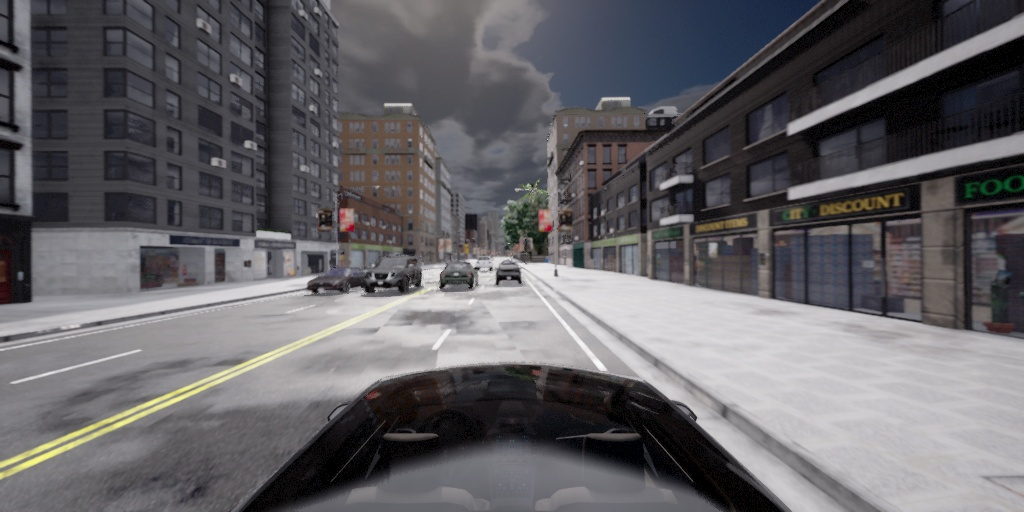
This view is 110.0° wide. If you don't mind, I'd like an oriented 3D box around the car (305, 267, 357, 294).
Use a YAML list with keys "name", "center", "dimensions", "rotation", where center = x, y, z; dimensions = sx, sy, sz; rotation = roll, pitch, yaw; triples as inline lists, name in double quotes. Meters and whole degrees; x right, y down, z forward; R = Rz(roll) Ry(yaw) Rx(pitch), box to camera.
- name: "car"
  center: [-10.115, 1.392, 21.569]
  dimensions: [2.033, 1.411, 5.357]
  rotation: [-1, 0, -1]

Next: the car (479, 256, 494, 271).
- name: "car"
  center: [-3.864, 1.011, 51.489]
  dimensions: [2.150, 2.045, 5.566]
  rotation: [-1, 0, -1]

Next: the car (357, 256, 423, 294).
- name: "car"
  center: [-6.863, 1.035, 21.356]
  dimensions: [2.150, 2.045, 5.566]
  rotation: [-1, 0, -1]

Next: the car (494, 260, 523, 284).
- name: "car"
  center: [-0.250, 1.257, 27.204]
  dimensions: [1.837, 1.490, 4.892]
  rotation: [-1, 0, -1]

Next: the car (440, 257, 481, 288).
- name: "car"
  center: [-3.454, 1.135, 24.079]
  dimensions: [2.097, 1.767, 4.553]
  rotation: [-1, 0, -1]
